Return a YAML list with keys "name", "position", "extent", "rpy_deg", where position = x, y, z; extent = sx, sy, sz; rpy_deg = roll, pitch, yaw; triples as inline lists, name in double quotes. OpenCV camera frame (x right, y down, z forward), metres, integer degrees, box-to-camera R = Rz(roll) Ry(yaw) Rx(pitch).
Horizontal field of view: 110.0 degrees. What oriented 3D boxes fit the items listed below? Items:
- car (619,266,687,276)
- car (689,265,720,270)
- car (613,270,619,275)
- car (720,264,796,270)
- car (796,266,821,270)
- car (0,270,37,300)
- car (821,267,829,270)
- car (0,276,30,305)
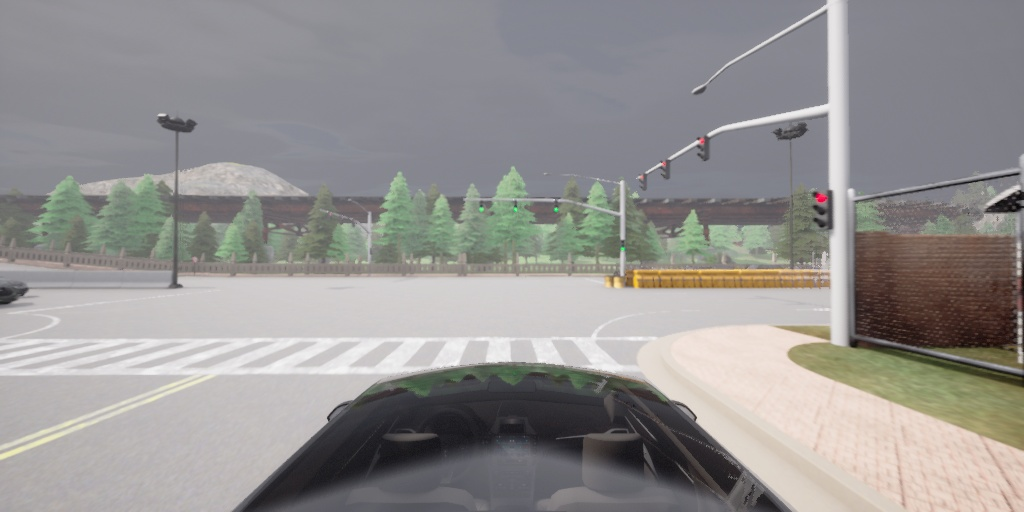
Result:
- name: "car"
  position: [11.872, 1.689, 30.185]
  extent: [4.718, 1.301, 1.895]
  rpy_deg: [0, -1, -2]
- name: "car"
  position: [17.246, 1.680, 33.851]
  extent: [5.357, 1.411, 2.033]
  rpy_deg: [0, -1, -2]
- name: "car"
  position: [12.687, 1.735, 37.214]
  extent: [4.181, 1.385, 1.994]
  rpy_deg: [0, -1, -2]
- name: "car"
  position: [20.797, 1.445, 30.457]
  extent: [4.553, 1.767, 2.097]
  rpy_deg: [0, -1, -2]
- name: "car"
  position: [27.333, 1.685, 34.156]
  extent: [5.357, 1.411, 2.033]
  rpy_deg: [0, -1, -2]
- name: "car"
  position: [-27.846, 1.459, 18.282]
  extent: [4.674, 1.442, 1.812]
  rpy_deg: [0, -1, -2]
- name: "car"
  position: [29.912, 1.602, 30.728]
  extent: [4.892, 1.490, 1.837]
  rpy_deg: [0, -1, -2]
- name: "car"
  position: [-23.709, 1.253, 14.847]
  extent: [4.553, 1.767, 2.097]
  rpy_deg: [0, -1, 0]
